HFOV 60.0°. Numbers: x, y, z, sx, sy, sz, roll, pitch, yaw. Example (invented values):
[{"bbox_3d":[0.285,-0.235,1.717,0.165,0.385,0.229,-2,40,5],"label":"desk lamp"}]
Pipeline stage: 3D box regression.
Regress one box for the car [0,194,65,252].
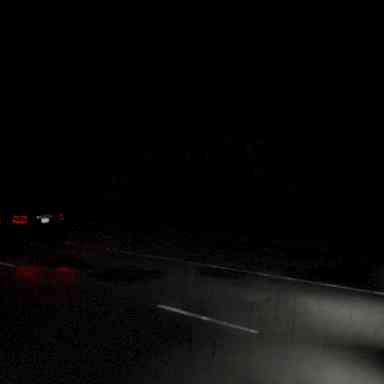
[{"bbox_3d":[-7.532,1.114,13.666,5.566,2.045,2.150,0,0,36],"label":"car"}]
